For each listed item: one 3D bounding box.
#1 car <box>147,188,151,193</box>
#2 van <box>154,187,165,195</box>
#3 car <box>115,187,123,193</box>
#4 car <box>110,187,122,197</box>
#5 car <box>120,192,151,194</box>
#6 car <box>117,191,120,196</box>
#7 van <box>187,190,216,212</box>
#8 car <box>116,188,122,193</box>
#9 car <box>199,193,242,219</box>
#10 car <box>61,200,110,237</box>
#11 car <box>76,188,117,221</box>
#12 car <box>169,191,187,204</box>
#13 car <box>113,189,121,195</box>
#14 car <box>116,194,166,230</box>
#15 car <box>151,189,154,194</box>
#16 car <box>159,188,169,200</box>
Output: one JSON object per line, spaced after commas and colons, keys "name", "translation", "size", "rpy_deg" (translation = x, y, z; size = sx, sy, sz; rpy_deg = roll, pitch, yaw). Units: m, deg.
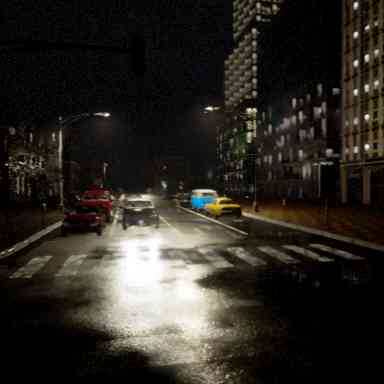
{"name": "car", "translation": [-8.785, -0.089, 77.383], "size": [1.947, 1.339, 4.313], "rpy_deg": [0, 1, -11]}
{"name": "van", "translation": [-5.528, 0.024, 61.050], "size": [1.690, 1.788, 3.998], "rpy_deg": [0, 1, -11]}
{"name": "car", "translation": [-20.259, -0.464, 92.069], "size": [1.967, 1.590, 4.097], "rpy_deg": [0, 1, -11]}
{"name": "car", "translation": [-14.832, -0.027, 64.852], "size": [2.192, 1.841, 5.009], "rpy_deg": [0, 1, -11]}
{"name": "car", "translation": [-4.660, 0.989, 27.070], "size": [1.994, 1.385, 4.181], "rpy_deg": [-1, 1, -12]}
{"name": "car", "translation": [-8.319, 0.886, 32.201], "size": [2.008, 1.369, 4.403], "rpy_deg": [0, 1, -11]}
{"name": "van", "translation": [0.984, 0.702, 28.394], "size": [1.690, 1.788, 3.998], "rpy_deg": [0, 1, -11]}
{"name": "car", "translation": [-11.542, 0.525, 48.362], "size": [1.752, 1.417, 4.829], "rpy_deg": [0, 1, -11]}
{"name": "car", "translation": [2.036, 0.996, 23.121], "size": [1.752, 1.417, 4.829], "rpy_deg": [0, 1, -11]}
{"name": "car", "translation": [-5.063, 1.257, 15.874], "size": [1.802, 1.307, 4.206], "rpy_deg": [0, 1, -11]}
{"name": "car", "translation": [-6.149, 0.877, 21.311], "size": [2.192, 1.841, 5.009], "rpy_deg": [0, 1, -11]}
{"name": "car", "translation": [-1.187, 0.686, 39.283], "size": [2.008, 1.369, 4.403], "rpy_deg": [0, 1, -11]}
{"name": "car", "translation": [-16.969, -0.039, 75.576], "size": [1.752, 1.417, 4.829], "rpy_deg": [0, 1, -11]}
{"name": "car", "translation": [-2.867, 1.103, 18.118], "size": [2.128, 1.511, 4.902], "rpy_deg": [-1, 1, -11]}
{"name": "car", "translation": [-6.646, 0.092, 66.663], "size": [1.752, 1.417, 4.829], "rpy_deg": [0, 1, -11]}
{"name": "car", "translation": [-3.357, 0.475, 50.169], "size": [1.947, 1.339, 4.313], "rpy_deg": [0, 1, -11]}
